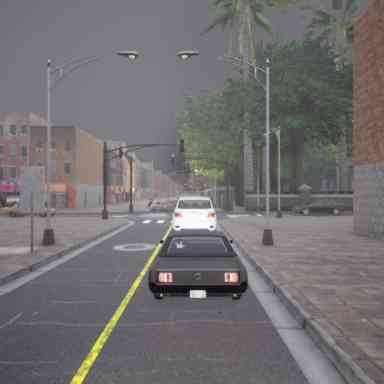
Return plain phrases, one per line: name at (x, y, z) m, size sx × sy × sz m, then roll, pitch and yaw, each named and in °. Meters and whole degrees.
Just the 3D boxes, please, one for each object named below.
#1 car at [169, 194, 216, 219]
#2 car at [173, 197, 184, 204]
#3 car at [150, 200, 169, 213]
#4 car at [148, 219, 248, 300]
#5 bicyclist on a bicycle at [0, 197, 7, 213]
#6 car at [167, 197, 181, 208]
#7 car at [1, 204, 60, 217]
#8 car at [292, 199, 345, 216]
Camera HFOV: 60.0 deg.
car at (0.134, 1.230, 18.136) m, size 2.150 × 2.045 × 5.566 m, roll 0°, pitch 0°, yaw 0°
car at (-2.671, 1.662, 65.803) m, size 1.895 × 1.301 × 4.718 m, roll 0°, pitch 0°, yaw 1°
car at (-3.308, 1.630, 37.572) m, size 1.895 × 1.301 × 4.718 m, roll 0°, pitch 0°, yaw 8°
car at (0.114, 1.603, 8.371) m, size 1.895 × 1.301 × 4.718 m, roll 0°, pitch 0°, yaw 0°
bicyclist on a bicycle at (-20.087, 1.372, 35.359) m, size 0.582 × 1.620 × 1.656 m, roll 0°, pitch 0°, yaw 0°
car at (-2.762, 1.572, 51.641) m, size 1.812 × 1.442 × 4.674 m, roll 0°, pitch 0°, yaw 0°
car at (-14.394, 1.571, 29.710) m, size 4.829 × 1.417 × 1.752 m, roll 0°, pitch 0°, yaw 0°
car at (12.275, 1.487, 32.441) m, size 4.892 × 1.490 × 1.837 m, roll -1°, pitch 0°, yaw 0°
